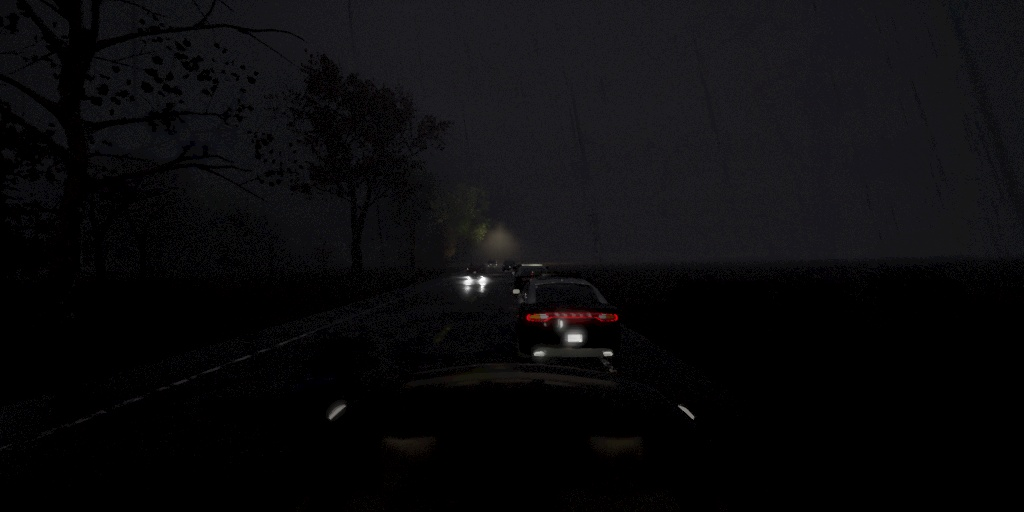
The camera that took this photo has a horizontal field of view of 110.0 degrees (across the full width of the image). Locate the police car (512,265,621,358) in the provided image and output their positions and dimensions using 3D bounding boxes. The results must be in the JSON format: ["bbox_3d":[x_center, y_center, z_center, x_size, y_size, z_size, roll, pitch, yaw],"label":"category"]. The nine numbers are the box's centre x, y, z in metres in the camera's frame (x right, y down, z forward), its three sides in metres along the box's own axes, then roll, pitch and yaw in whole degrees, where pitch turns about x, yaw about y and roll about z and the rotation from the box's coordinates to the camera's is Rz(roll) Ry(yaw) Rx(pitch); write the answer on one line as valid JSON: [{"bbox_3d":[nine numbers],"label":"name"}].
[{"bbox_3d":[1.054,1.176,8.592,1.930,1.638,5.238,0,0,0],"label":"police car"}]

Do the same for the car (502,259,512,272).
[{"bbox_3d":[-0.268,1.345,47.194,1.994,1.385,4.181,0,0,0],"label":"car"}]

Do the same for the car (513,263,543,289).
[{"bbox_3d":[0.992,1.264,24.498,1.837,1.490,4.892,0,0,0],"label":"car"}]

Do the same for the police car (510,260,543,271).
[{"bbox_3d":[1.025,1.181,18.601,1.930,1.638,5.238,0,0,0],"label":"police car"}]

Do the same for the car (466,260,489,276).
[{"bbox_3d":[-3.789,1.373,38.423,1.895,1.301,4.718,0,0,-1],"label":"car"}]
